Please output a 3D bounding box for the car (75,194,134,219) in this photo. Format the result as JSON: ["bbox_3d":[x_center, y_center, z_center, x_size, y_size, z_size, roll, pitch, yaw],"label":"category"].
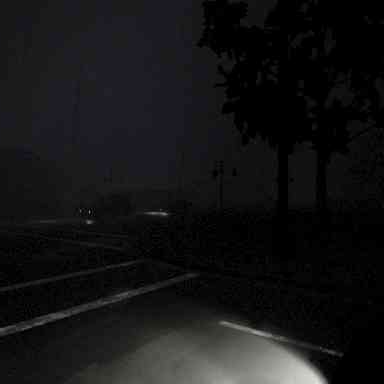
[{"bbox_3d":[-7.729,1.222,30.005,2.150,2.045,5.566,0,0,35],"label":"car"}]

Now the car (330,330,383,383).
[{"bbox_3d":[2.951,1.564,1.868,4.181,1.385,1.994,0,0,36],"label":"car"}]

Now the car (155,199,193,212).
[{"bbox_3d":[-1.928,1.547,38.569,2.033,1.411,5.357,0,0,34],"label":"car"}]

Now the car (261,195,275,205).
[{"bbox_3d":[13.891,1.347,60.734,2.097,1.767,4.553,0,0,7],"label":"car"}]
